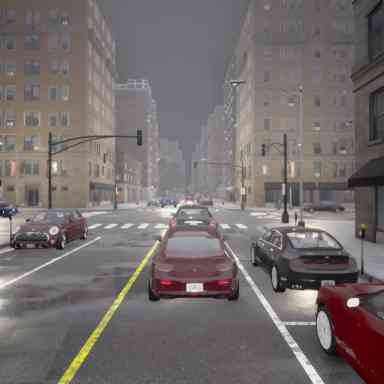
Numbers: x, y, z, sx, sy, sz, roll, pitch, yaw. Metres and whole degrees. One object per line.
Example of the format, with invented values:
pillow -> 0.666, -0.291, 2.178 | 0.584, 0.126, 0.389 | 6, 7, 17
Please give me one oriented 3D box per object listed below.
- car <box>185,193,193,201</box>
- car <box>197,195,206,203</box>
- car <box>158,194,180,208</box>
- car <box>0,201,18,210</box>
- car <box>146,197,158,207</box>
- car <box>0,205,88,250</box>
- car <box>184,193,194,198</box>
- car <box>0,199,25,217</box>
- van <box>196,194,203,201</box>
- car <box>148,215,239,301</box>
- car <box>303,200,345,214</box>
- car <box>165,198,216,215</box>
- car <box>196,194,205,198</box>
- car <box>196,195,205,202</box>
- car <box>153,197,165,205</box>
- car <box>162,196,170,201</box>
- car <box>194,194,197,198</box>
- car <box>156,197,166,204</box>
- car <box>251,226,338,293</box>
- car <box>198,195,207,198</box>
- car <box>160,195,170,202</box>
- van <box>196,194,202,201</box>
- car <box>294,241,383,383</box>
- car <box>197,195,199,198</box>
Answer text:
car -> -0.759, 1.383, 90.035 | 2.150, 2.045, 5.566 | 0, 0, -1
car -> 2.105, 1.541, 74.621 | 1.967, 1.590, 4.097 | 0, 0, -1
car -> -3.349, 1.261, 49.250 | 2.150, 2.045, 5.566 | 0, 0, -1
car -> -17.181, 1.123, 26.855 | 5.566, 2.045, 2.150 | 0, 0, 0
car -> -6.144, 1.595, 52.490 | 2.008, 1.369, 4.403 | 0, 0, -1
car -> -5.893, 1.445, 14.129 | 1.967, 1.590, 4.097 | 0, 0, 0
car -> -0.625, 1.341, 79.317 | 2.150, 2.045, 5.566 | 0, 0, -1
car -> -18.061, 1.416, 30.095 | 4.902, 1.511, 2.128 | 0, 0, -1
van -> 1.968, 1.481, 85.634 | 1.690, 1.788, 3.998 | 0, 0, -1
car -> 0.010, 1.528, 8.202 | 1.812, 1.442, 4.674 | 0, 0, -1
car -> 14.598, 1.648, 37.093 | 4.674, 1.442, 1.812 | 0, 0, 1
car -> 0.051, 1.358, 15.506 | 2.097, 1.767, 4.553 | 0, 0, 0
car -> 2.240, 1.595, 63.777 | 1.752, 1.417, 4.829 | 0, 0, -1
car -> 2.036, 1.559, 80.126 | 1.967, 1.590, 4.097 | 0, 0, -1
car -> -6.282, 1.613, 63.506 | 1.887, 1.381, 4.507 | 0, 0, -1
car -> -6.558, 1.721, 85.536 | 1.802, 1.307, 4.206 | 0, 0, -1
car -> 2.175, 1.399, 69.114 | 2.192, 1.841, 5.009 | 0, 0, -1
car -> -6.351, 1.665, 69.013 | 1.802, 1.307, 4.206 | 0, 0, -1
car -> 2.649, 1.553, 8.667 | 2.008, 1.369, 4.403 | 0, 0, 0
car -> 2.380, 1.590, 52.593 | 1.887, 1.381, 4.507 | 0, 0, -1
car -> -6.488, 1.559, 80.029 | 1.967, 1.590, 4.097 | 0, 0, -1
van -> 1.899, 1.504, 91.141 | 1.690, 1.788, 3.998 | 0, 0, -1
car -> 2.666, 1.545, 3.176 | 1.887, 1.381, 4.507 | 0, 0, 0
car -> 2.312, 1.622, 58.100 | 1.947, 1.339, 4.313 | 0, 0, -1
